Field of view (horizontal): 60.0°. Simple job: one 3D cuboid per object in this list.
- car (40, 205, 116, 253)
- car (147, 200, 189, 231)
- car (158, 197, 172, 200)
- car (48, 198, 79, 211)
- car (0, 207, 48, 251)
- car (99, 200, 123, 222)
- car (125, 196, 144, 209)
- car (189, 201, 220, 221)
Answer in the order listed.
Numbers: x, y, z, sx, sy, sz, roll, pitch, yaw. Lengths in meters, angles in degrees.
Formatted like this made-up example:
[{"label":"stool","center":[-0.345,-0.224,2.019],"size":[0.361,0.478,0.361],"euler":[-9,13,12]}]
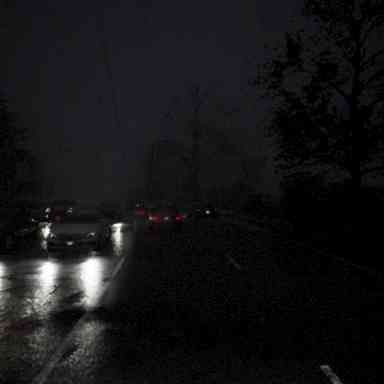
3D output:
[{"label":"car","center":[-4.464,1.484,13.798],"size":[1.812,1.442,4.674],"euler":[0,0,-6]},{"label":"car","center":[-1.704,1.457,20.215],"size":[2.033,1.411,5.357],"euler":[0,0,-8]},{"label":"car","center":[-3.340,1.365,41.743],"size":[1.994,1.385,4.181],"euler":[-1,0,-18]},{"label":"car","center":[-10.041,1.299,26.091],"size":[2.097,1.767,4.553],"euler":[-1,0,-12]},{"label":"car","center":[-8.004,1.458,14.119],"size":[1.882,1.535,5.008],"euler":[0,0,-6]},{"label":"car","center":[-6.400,1.396,25.747],"size":[1.882,1.535,5.008],"euler":[-1,1,-11]},{"label":"car","center":[-7.458,1.341,43.029],"size":[1.837,1.490,4.892],"euler":[-1,0,-19]},{"label":"car","center":[0.761,1.423,26.222],"size":[1.994,1.385,4.181],"euler":[-1,0,-11]}]
